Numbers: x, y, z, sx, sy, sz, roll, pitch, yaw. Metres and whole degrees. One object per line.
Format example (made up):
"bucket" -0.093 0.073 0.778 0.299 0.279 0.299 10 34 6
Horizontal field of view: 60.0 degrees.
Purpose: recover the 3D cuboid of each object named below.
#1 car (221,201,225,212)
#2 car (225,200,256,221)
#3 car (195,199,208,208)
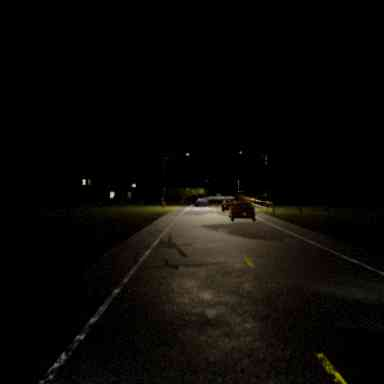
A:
"car" 4.442 1.626 39.441 1.895 1.301 4.718 0 0 3
"car" 4.017 1.501 27.321 1.882 1.535 5.008 0 0 2
"car" 1.415 1.615 48.801 1.895 1.301 4.718 0 0 3
